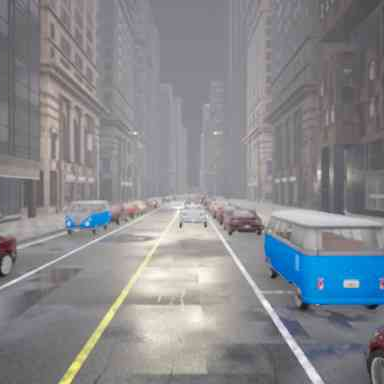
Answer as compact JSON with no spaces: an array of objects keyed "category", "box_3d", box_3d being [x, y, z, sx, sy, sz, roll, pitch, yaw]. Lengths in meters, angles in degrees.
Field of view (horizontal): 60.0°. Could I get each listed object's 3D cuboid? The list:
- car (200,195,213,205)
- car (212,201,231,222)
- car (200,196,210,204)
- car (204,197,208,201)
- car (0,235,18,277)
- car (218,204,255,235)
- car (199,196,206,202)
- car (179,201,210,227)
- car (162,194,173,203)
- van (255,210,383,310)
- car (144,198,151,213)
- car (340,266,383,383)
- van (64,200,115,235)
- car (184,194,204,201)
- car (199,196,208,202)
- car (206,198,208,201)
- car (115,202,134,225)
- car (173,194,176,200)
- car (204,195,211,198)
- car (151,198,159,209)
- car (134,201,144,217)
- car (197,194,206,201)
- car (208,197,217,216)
[{"category":"car","box_3d":[2.688,1.453,63.616,2.192,1.841,5.009,0,0,0]},{"category":"car","box_3d":[2.733,1.597,24.403,1.887,1.381,4.507,0,0,0]},{"category":"car","box_3d":[2.682,1.591,69.217,1.967,1.590,4.097,0,0,0]},{"category":"car","box_3d":[2.714,1.670,41.208,1.802,1.307,4.206,0,0,0]},{"category":"car","box_3d":[-5.774,1.562,7.578,1.887,1.381,4.507,0,0,0]},{"category":"car","box_3d":[2.739,1.585,18.801,1.887,1.381,4.507,0,0,0]},{"category":"car","box_3d":[2.664,1.715,86.192,1.752,1.417,4.829,0,0,0]},{"category":"car","box_3d":[0.075,1.576,23.323,1.812,1.442,4.674,0,0,0]},{"category":"car","box_3d":[-5.849,1.709,74.804,1.887,1.381,4.507,0,0,0]},{"category":"van","box_3d":[2.751,1.357,7.597,1.690,1.788,3.998,0,0,0]},{"category":"car","box_3d":[-5.805,1.602,35.419,1.752,1.417,4.829,0,0,0]},{"category":"car","box_3d":[2.758,1.586,1.996,1.802,1.307,4.206,0,0,0]},{"category":"van","box_3d":[-5.787,1.382,18.783,1.690,1.788,3.998,0,0,0]},{"category":"car","box_3d":[0.054,1.441,40.714,2.097,1.767,4.553,0,0,0]},{"category":"car","box_3d":[2.670,1.727,80.421,2.008,1.369,4.403,0,0,0]},{"category":"car","box_3d":[2.720,1.602,35.776,1.752,1.417,4.829,0,0,0]},{"category":"car","box_3d":[-5.793,1.597,24.385,1.887,1.381,4.507,0,0,0]},{"category":"car","box_3d":[-5.861,1.741,86.008,2.008,1.369,4.403,0,0,0]},{"category":"car","box_3d":[2.702,1.657,52.412,1.887,1.381,4.507,0,0,0]},{"category":"car","box_3d":[-5.818,1.541,46.794,1.967,1.590,4.097,0,0,0]},{"category":"car","box_3d":[-5.799,1.610,29.986,1.887,1.381,4.507,0,0,0]},{"category":"car","box_3d":[2.657,1.518,91.625,2.192,1.841,5.009,0,0,0]},{"category":"car","box_3d":[2.726,1.504,30.005,1.967,1.590,4.097,0,0,0]}]
